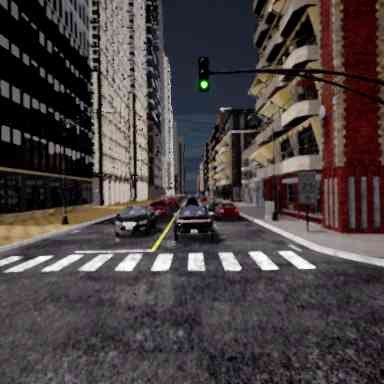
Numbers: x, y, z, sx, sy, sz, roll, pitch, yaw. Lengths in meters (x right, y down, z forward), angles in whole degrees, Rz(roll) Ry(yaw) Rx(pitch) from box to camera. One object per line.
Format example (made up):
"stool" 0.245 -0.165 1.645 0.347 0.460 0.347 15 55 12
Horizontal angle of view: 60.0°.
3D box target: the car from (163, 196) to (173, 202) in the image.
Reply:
"car" -5.682 1.631 78.676 1.887 1.381 4.507 -1 0 0

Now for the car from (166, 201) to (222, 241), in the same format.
"car" 0.091 1.458 16.595 2.128 1.511 4.902 -1 0 0

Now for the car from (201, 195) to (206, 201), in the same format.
"car" 2.688 1.465 44.782 2.008 1.369 4.403 -1 0 0

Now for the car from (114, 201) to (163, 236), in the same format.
"car" -3.110 1.521 18.936 2.128 1.511 4.902 -1 0 0

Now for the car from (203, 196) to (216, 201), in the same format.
"car" 2.686 1.465 39.134 2.008 1.369 4.403 -1 0 0

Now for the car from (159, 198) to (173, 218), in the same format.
"car" -3.101 1.553 30.875 1.812 1.442 4.674 -1 0 0

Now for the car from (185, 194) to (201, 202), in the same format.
"car" -0.003 1.472 48.401 1.837 1.490 4.892 -1 0 0

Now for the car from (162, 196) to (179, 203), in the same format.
"car" -3.025 1.503 50.542 1.882 1.535 5.008 -1 0 0

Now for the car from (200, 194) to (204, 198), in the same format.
"car" 2.696 1.502 73.025 1.802 1.307 4.206 -1 0 0

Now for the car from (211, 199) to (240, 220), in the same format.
"car" 2.733 1.496 26.217 1.802 1.307 4.206 -1 0 0

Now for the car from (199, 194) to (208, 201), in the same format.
"car" 2.694 1.363 78.674 1.967 1.590 4.097 -1 0 0
